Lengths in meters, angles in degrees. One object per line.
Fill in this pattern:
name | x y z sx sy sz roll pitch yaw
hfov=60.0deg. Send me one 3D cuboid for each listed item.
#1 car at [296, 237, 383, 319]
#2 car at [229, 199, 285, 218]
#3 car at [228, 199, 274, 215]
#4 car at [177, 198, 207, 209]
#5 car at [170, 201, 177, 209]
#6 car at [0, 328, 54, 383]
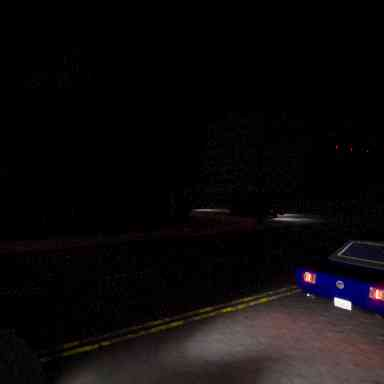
car | 4.368 1.601 6.885 4.718 1.301 1.895 0 0 -35
car | 5.734 1.547 30.223 2.033 1.411 5.357 0 0 -36
car | 6.226 1.505 35.532 1.837 1.490 4.892 0 0 -36
car | -0.235 1.547 44.555 2.033 1.411 5.357 0 0 -35
car | -4.330 1.564 44.268 1.994 1.385 4.181 0 0 -36
car | -3.115 1.601 1.530 4.718 1.301 1.895 0 0 -35
